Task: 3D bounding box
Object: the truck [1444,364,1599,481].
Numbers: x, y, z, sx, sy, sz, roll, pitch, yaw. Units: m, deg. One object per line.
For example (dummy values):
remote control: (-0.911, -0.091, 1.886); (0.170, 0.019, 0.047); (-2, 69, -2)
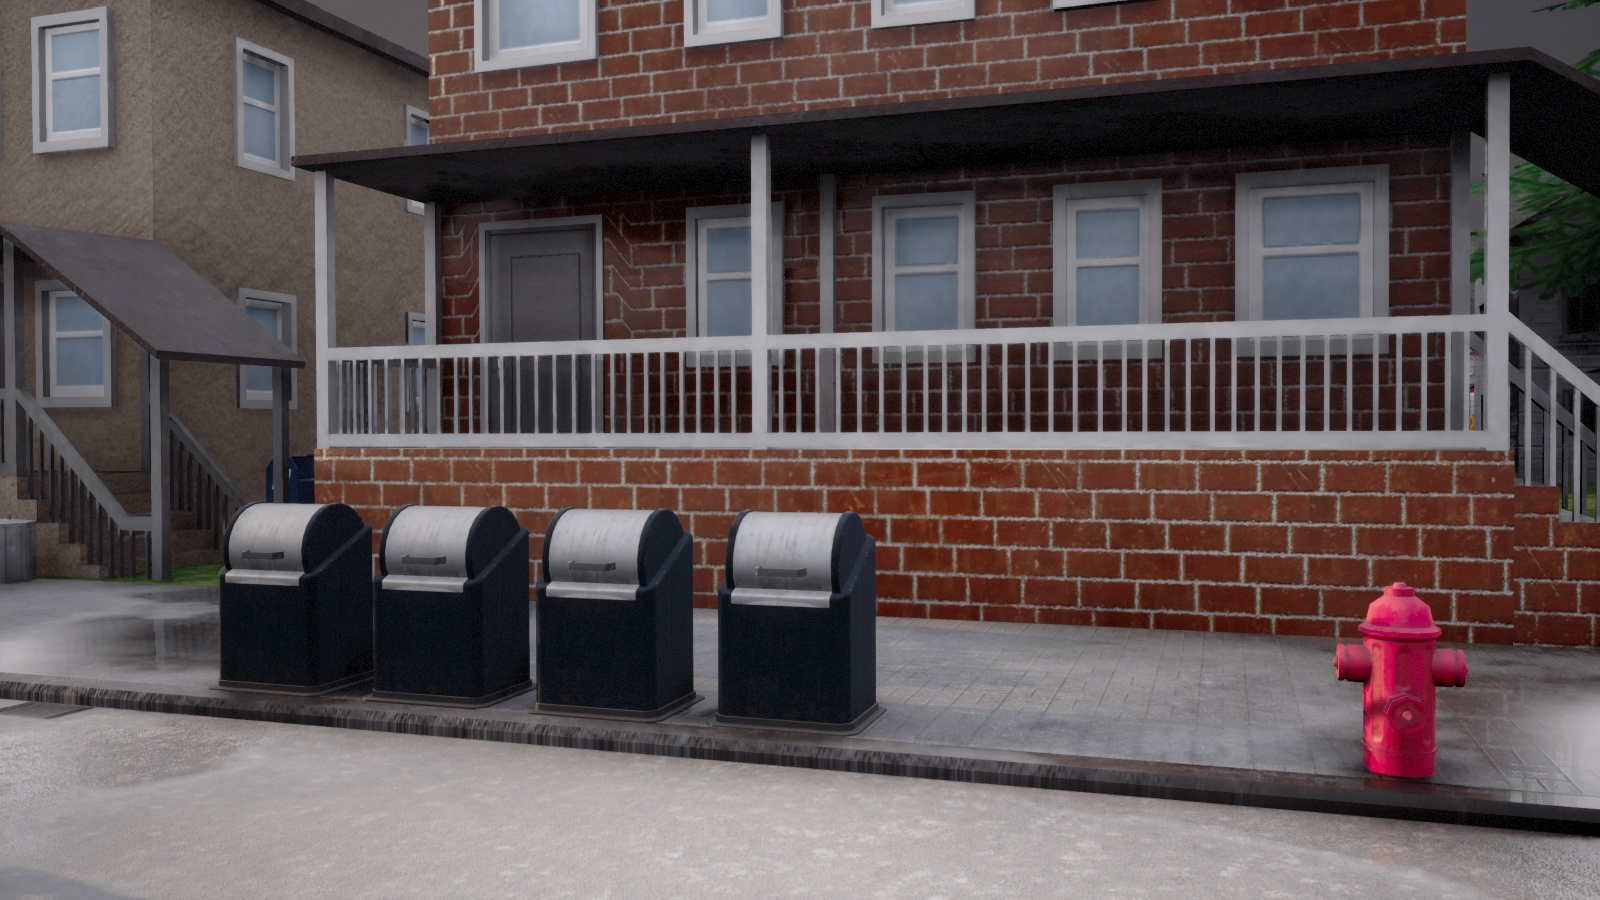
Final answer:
truck: (26.759, -0.918, 42.503); (8.468, 3.827, 2.891); (1, 1, 18)
